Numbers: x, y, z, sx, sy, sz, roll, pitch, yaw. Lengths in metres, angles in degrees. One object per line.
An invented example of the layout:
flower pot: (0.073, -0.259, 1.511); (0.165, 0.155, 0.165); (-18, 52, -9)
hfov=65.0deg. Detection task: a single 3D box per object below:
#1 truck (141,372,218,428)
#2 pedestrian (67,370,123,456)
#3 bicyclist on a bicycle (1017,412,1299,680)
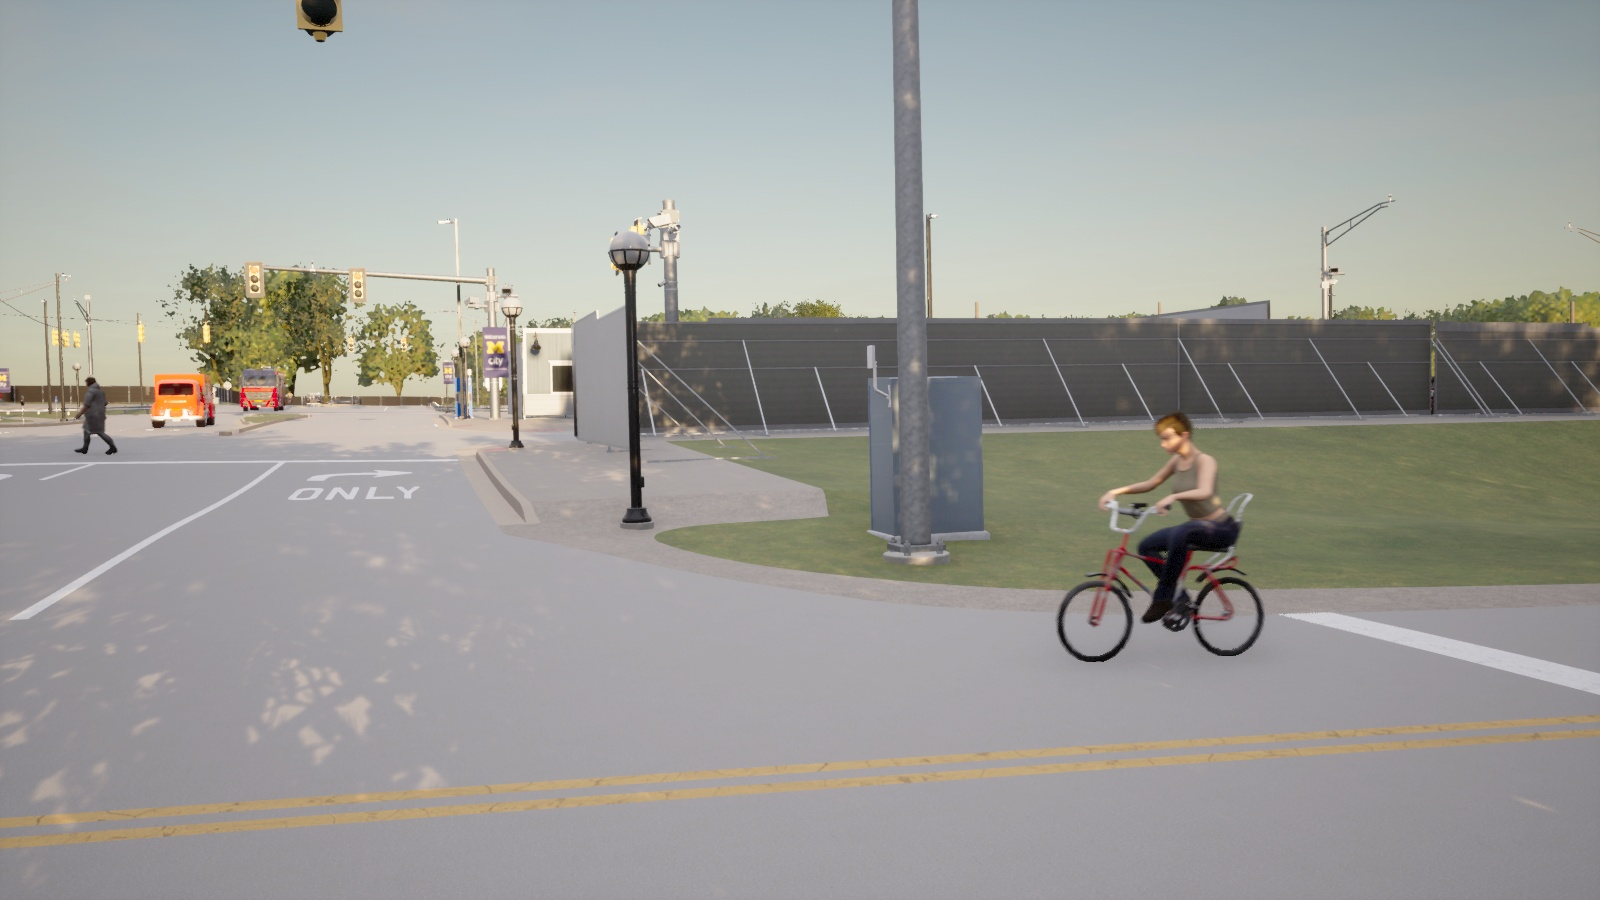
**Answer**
truck: (-28.670, -2.347, 58.188); (2.627, 2.467, 5.204); (-2, 3, -21)
pedestrian: (-16.347, -0.857, 29.137); (0.873, 1.952, 0.659); (-2, 2, -10)
bicyclist on a bicycle: (2.290, 0.564, 8.135); (1.509, 1.612, 0.866); (0, 1, -14)
